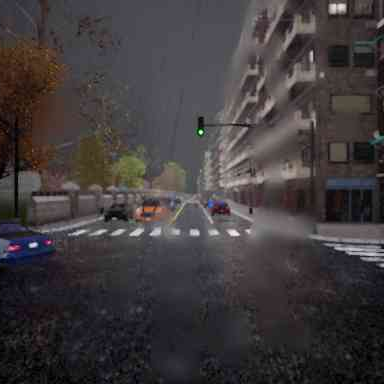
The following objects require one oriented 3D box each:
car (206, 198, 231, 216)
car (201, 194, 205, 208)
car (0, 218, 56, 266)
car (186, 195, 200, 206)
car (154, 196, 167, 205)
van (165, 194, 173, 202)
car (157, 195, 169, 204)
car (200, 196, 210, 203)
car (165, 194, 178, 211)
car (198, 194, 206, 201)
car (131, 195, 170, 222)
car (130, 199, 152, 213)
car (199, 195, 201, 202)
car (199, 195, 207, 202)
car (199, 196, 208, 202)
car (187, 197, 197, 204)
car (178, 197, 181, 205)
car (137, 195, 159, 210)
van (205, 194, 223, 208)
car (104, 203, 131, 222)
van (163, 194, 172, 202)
[{"bbox_3d":[2.695,1.557,32.182,1.887,1.381,4.507,0,0,0],"label":"car"},{"bbox_3d":[2.697,1.469,49.073,1.967,1.590,4.097,0,0,0],"label":"car"},{"bbox_3d":[-6.905,1.492,10.536,5.357,1.411,2.033,2,0,22],"label":"car"},{"bbox_3d":[0.006,1.639,55.680,1.895,1.301,4.718,0,0,0],"label":"car"},{"bbox_3d":[-5.682,1.485,60.335,1.967,1.590,4.097,0,0,0],"label":"car"},{"bbox_3d":[-5.679,1.428,82.854,1.690,1.788,3.998,0,0,0],"label":"van"},{"bbox_3d":[-5.681,1.494,65.964,1.967,1.590,4.097,0,0,0],"label":"car"},{"bbox_3d":[2.699,1.614,71.594,2.008,1.369,4.403,0,0,0],"label":"car"},{"bbox_3d":[-3.089,1.372,40.012,2.097,1.767,4.553,0,0,0],"label":"car"},{"bbox_3d":[2.702,1.429,94.114,2.192,1.841,5.009,0,0,0],"label":"car"},{"bbox_3d":[-3.097,1.361,25.935,2.097,1.767,4.553,0,0,0],"label":"car"},{"bbox_3d":[-5.684,1.542,37.644,1.752,1.417,4.829,0,0,0],"label":"car"},{"bbox_3d":[2.697,1.587,54.703,2.008,1.369,4.403,0,0,0],"label":"car"},{"bbox_3d":[2.701,1.526,82.853,1.967,1.590,4.097,0,0,0],"label":"car"},{"bbox_3d":[2.699,1.619,77.223,1.887,1.381,4.507,0,0,0],"label":"car"},{"bbox_3d":[0.008,1.659,65.716,1.895,1.301,4.718,0,0,0],"label":"car"},{"bbox_3d":[-2.997,1.615,60.521,1.994,1.385,4.181,0,0,0],"label":"car"},{"bbox_3d":[-5.683,1.338,43.444,2.192,1.841,5.009,0,0,0],"label":"car"},{"bbox_3d":[2.697,1.358,37.813,1.690,1.788,3.998,0,0,0],"label":"van"},{"bbox_3d":[-5.685,1.574,26.552,1.947,1.339,4.313,0,0,0],"label":"car"},{"bbox_3d":[-5.680,1.415,77.225,1.690,1.788,3.998,0,0,0],"label":"van"}]
